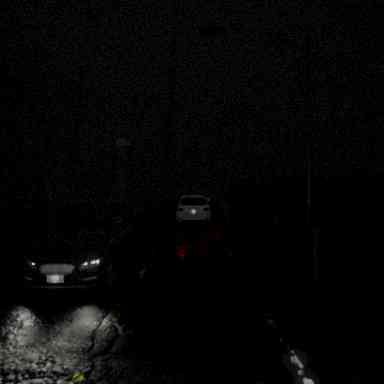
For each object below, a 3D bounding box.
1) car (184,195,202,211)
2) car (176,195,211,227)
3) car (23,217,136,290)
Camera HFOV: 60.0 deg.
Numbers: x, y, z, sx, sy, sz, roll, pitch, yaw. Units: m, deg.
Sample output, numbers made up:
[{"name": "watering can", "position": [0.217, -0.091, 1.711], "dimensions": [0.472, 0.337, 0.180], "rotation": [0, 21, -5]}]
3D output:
[{"name": "car", "position": [0.085, 1.339, 41.861], "dimensions": [2.097, 1.767, 4.553], "rotation": [0, 0, 0]}, {"name": "car", "position": [0.092, 1.212, 22.615], "dimensions": [2.150, 2.045, 5.566], "rotation": [0, 0, 0]}, {"name": "car", "position": [-2.755, 1.486, 9.153], "dimensions": [2.128, 1.511, 4.902], "rotation": [0, 0, 0]}]
